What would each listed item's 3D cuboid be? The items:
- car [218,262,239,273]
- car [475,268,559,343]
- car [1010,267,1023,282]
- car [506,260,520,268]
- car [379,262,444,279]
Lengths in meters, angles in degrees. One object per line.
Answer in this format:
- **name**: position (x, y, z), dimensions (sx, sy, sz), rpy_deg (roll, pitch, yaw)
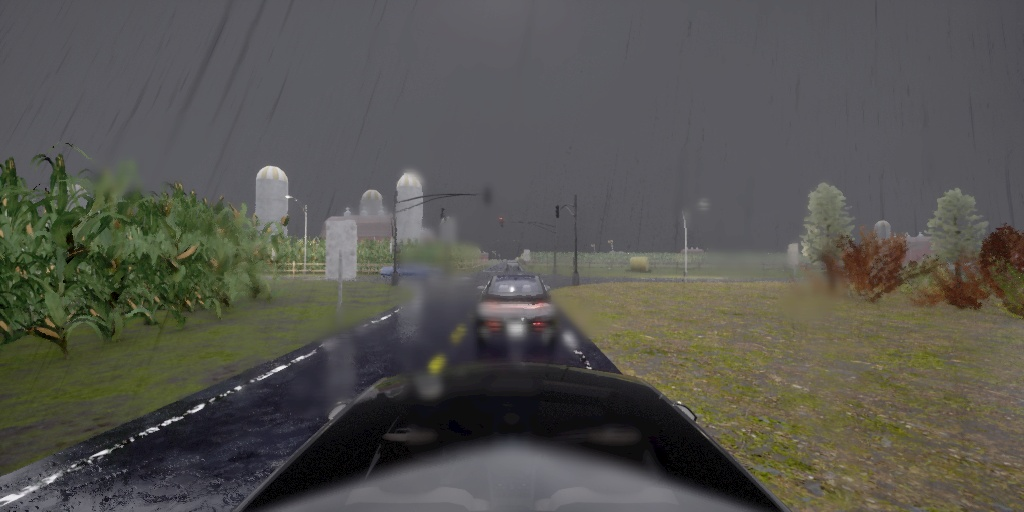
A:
- **car**: position (-24.544, 1.023, 28.526), dimensions (4.902, 1.511, 2.128), rpy_deg (0, -1, -3)
- **car**: position (0.102, 1.245, 9.632), dimensions (2.128, 1.511, 4.902), rpy_deg (0, 0, 0)
- **car**: position (48.671, 1.720, 33.477), dimensions (4.674, 1.442, 1.812), rpy_deg (1, -1, -5)
- **car**: position (0.167, 1.293, 55.935), dimensions (2.128, 1.511, 4.902), rpy_deg (0, 0, 0)
- **car**: position (-8.645, 1.246, 31.054), dimensions (5.357, 1.411, 2.033), rpy_deg (1, -1, -19)
